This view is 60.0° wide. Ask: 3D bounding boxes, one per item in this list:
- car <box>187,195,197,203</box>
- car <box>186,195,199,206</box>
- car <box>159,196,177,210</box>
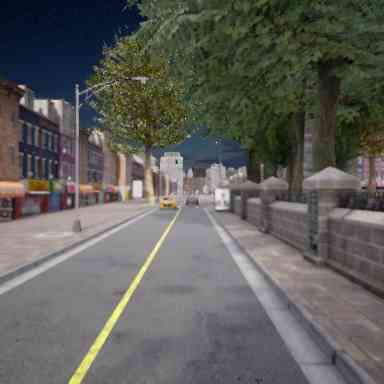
[{"bbox_3d":[0.014,1.235,61.817,1.895,1.301,4.718,0,0,0],"label":"car"},{"bbox_3d":[0.044,1.166,48.594,2.128,1.511,4.902,-1,1,1],"label":"car"},{"bbox_3d":[-2.756,1.243,39.575,1.882,1.535,5.008,0,0,0],"label":"car"}]
